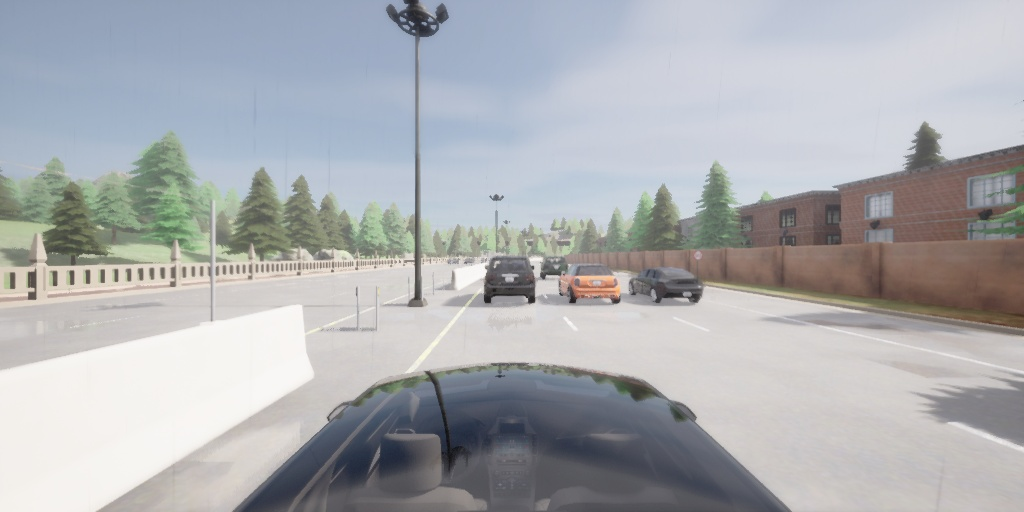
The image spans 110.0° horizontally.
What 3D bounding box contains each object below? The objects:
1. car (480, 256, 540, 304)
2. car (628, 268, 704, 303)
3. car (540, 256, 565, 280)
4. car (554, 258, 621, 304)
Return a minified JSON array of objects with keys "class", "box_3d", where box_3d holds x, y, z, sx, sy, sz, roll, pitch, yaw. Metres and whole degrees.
[{"class":"car","box_3d":[-0.099,1.005,16.556,2.150,2.045,5.566,0,0,0]},{"class":"car","box_3d":[6.901,1.264,16.562,1.837,1.490,4.892,0,0,0]},{"class":"car","box_3d":[3.607,1.005,31.325,2.150,2.045,5.566,0,0,1]},{"class":"car","box_3d":[3.401,1.113,16.514,2.097,1.767,4.553,0,0,0]}]
